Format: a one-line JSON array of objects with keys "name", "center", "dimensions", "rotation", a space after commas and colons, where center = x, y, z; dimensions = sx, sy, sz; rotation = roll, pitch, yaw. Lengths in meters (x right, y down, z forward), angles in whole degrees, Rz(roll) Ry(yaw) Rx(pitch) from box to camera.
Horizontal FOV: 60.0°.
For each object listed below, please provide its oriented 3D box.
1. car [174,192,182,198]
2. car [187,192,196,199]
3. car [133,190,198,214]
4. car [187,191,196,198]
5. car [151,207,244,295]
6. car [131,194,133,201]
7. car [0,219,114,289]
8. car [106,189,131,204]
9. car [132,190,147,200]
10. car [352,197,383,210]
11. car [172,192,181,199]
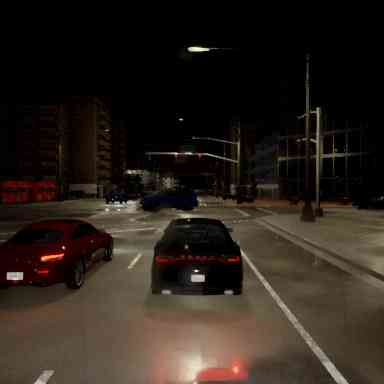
[{"name": "car", "center": [-3.600, 0.681, 85.683], "dimensions": [1.837, 1.490, 4.892], "rotation": [0, 0, 0]}, {"name": "car", "center": [-0.014, 0.772, 71.477], "dimensions": [1.882, 1.535, 5.008], "rotation": [0, 0, 0]}, {"name": "car", "center": [-2.120, 0.812, 30.425], "dimensions": [5.566, 2.045, 2.150], "rotation": [-1, 0, -29]}, {"name": "car", "center": [-0.102, 0.602, 86.905], "dimensions": [2.097, 1.767, 4.553], "rotation": [0, 0, 0]}, {"name": "car", "center": [0.097, 1.390, 8.545], "dimensions": [1.882, 1.535, 5.008], "rotation": [0, 1, 0]}, {"name": "car", "center": [-10.616, 0.941, 57.333], "dimensions": [1.895, 1.301, 4.718], "rotation": [0, 0, 0]}, {"name": "car", "center": [-3.412, 1.433, 8.744], "dimensions": [1.812, 1.442, 4.674], "rotation": [0, 1, 0]}, {"name": "car", "center": [-10.625, 0.617, 47.258], "dimensions": [2.150, 2.045, 5.566], "rotation": [0, 0, 0]}, {"name": "car", "center": [-10.588, 0.530, 67.543], "dimensions": [2.150, 2.045, 5.566], "rotation": [0, 0, 0]}, {"name": "car", "center": [18.575, 1.125, 32.984], "dimensions": [4.718, 1.301, 1.895], "rotation": [0, 1, 1]}, {"name": "car", "center": [-3.588, 0.804, 75.681], "dimensions": [1.812, 1.442, 4.674], "rotation": [0, 0, 0]}]
